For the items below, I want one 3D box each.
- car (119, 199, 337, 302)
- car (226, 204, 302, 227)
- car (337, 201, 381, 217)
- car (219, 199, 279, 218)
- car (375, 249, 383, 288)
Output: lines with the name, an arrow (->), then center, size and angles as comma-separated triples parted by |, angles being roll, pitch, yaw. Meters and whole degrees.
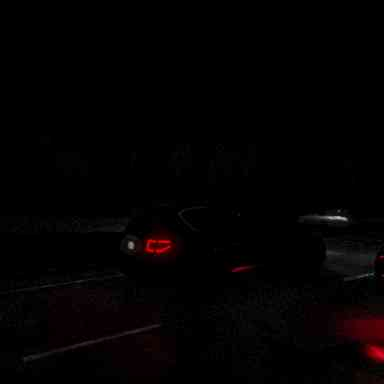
car -> 0.969, 1.204, 8.426 | 5.566, 2.045, 2.150 | 0, 0, -33
car -> 4.877, 1.557, 22.679 | 4.718, 1.301, 1.895 | 0, 0, -18
car -> 14.766, 1.512, 29.883 | 4.181, 1.385, 1.994 | 0, 0, -20
car -> 5.134, 1.433, 30.146 | 4.902, 1.511, 2.128 | 0, 0, -19
car -> 6.114, 1.493, 7.487 | 4.892, 1.490, 1.837 | 0, 0, -32
